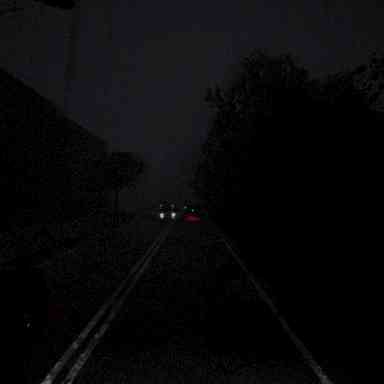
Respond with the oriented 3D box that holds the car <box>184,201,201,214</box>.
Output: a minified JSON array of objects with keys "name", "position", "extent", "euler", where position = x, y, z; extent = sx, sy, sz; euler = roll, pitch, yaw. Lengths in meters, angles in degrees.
[{"name":"car","position":[0.073,1.949,41.116],"extent":[1.837,1.490,4.892],"euler":[0,-1,0]}]

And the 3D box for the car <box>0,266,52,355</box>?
[{"name":"car","position":[-3.353,1.588,3.471],"extent":[2.033,1.411,5.357],"euler":[0,-1,0]}]

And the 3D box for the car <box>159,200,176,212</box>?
[{"name":"car","position":[-3.360,1.867,46.790],"extent":[2.097,1.767,4.553],"euler":[0,-1,0]}]
